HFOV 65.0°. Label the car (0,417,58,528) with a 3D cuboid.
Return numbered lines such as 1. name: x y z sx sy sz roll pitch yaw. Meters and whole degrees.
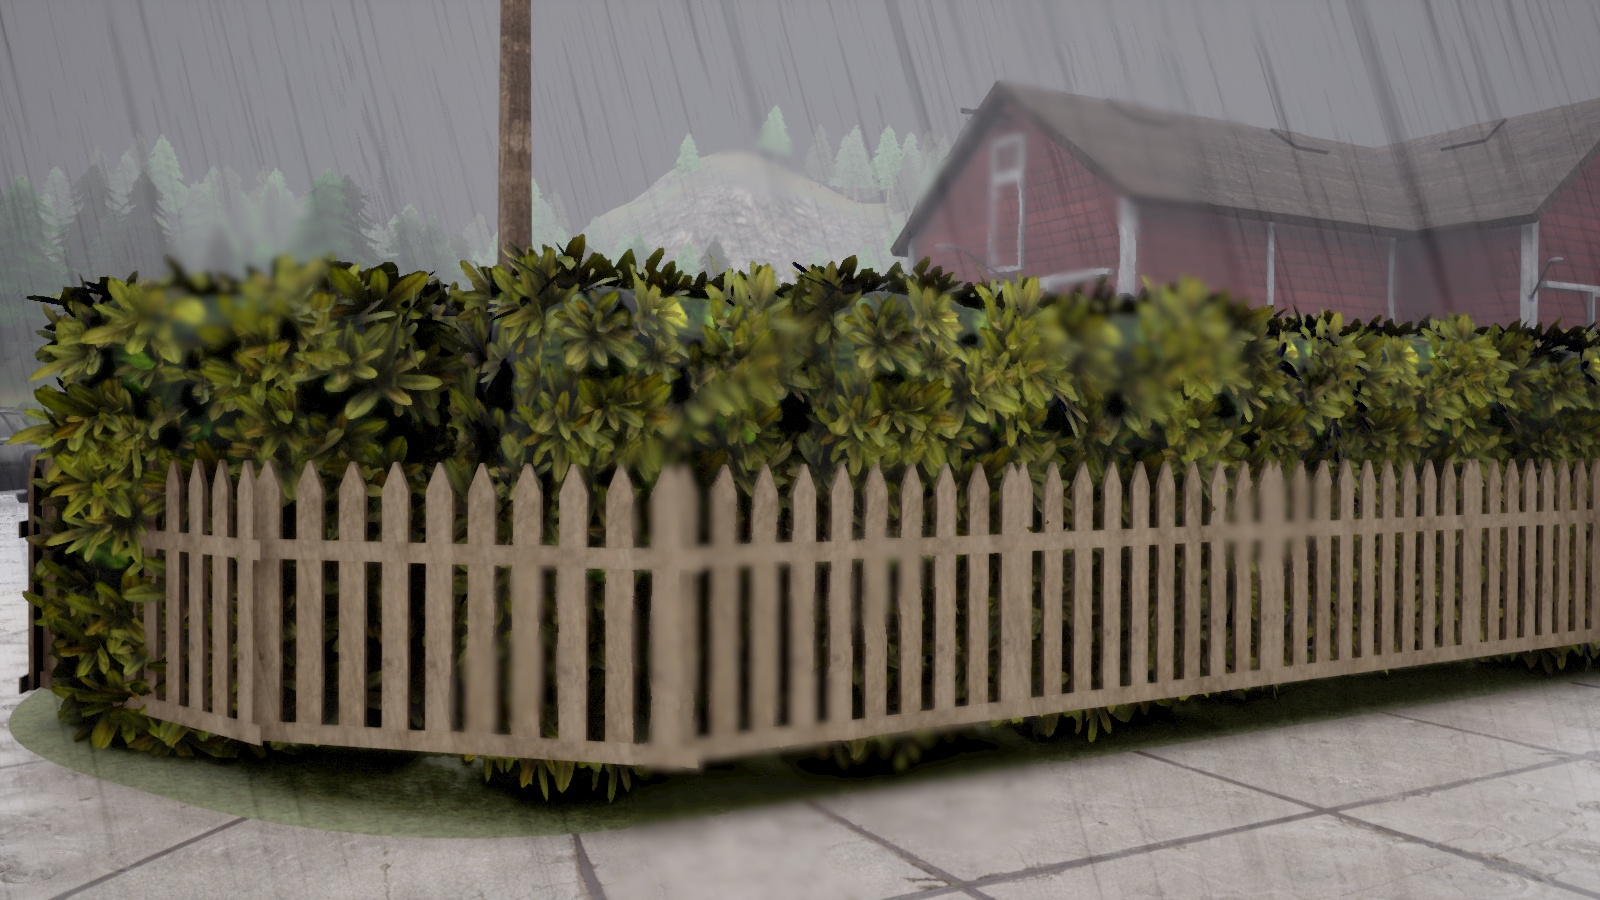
1. car: -14.318 0.395 20.967 1.932 1.855 4.605 -1 0 -12
